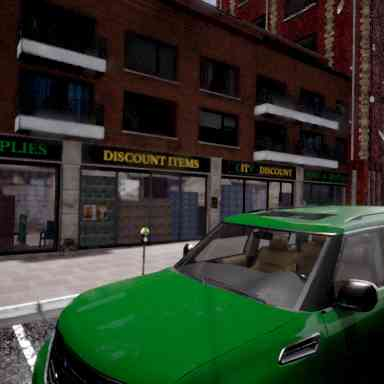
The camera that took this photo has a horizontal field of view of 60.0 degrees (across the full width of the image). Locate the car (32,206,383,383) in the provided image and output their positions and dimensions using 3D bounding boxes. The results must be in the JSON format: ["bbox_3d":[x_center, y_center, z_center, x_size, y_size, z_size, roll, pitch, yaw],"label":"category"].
[{"bbox_3d":[1.259,1.224,3.840,5.566,2.045,2.150,0,0,-35],"label":"car"}]
